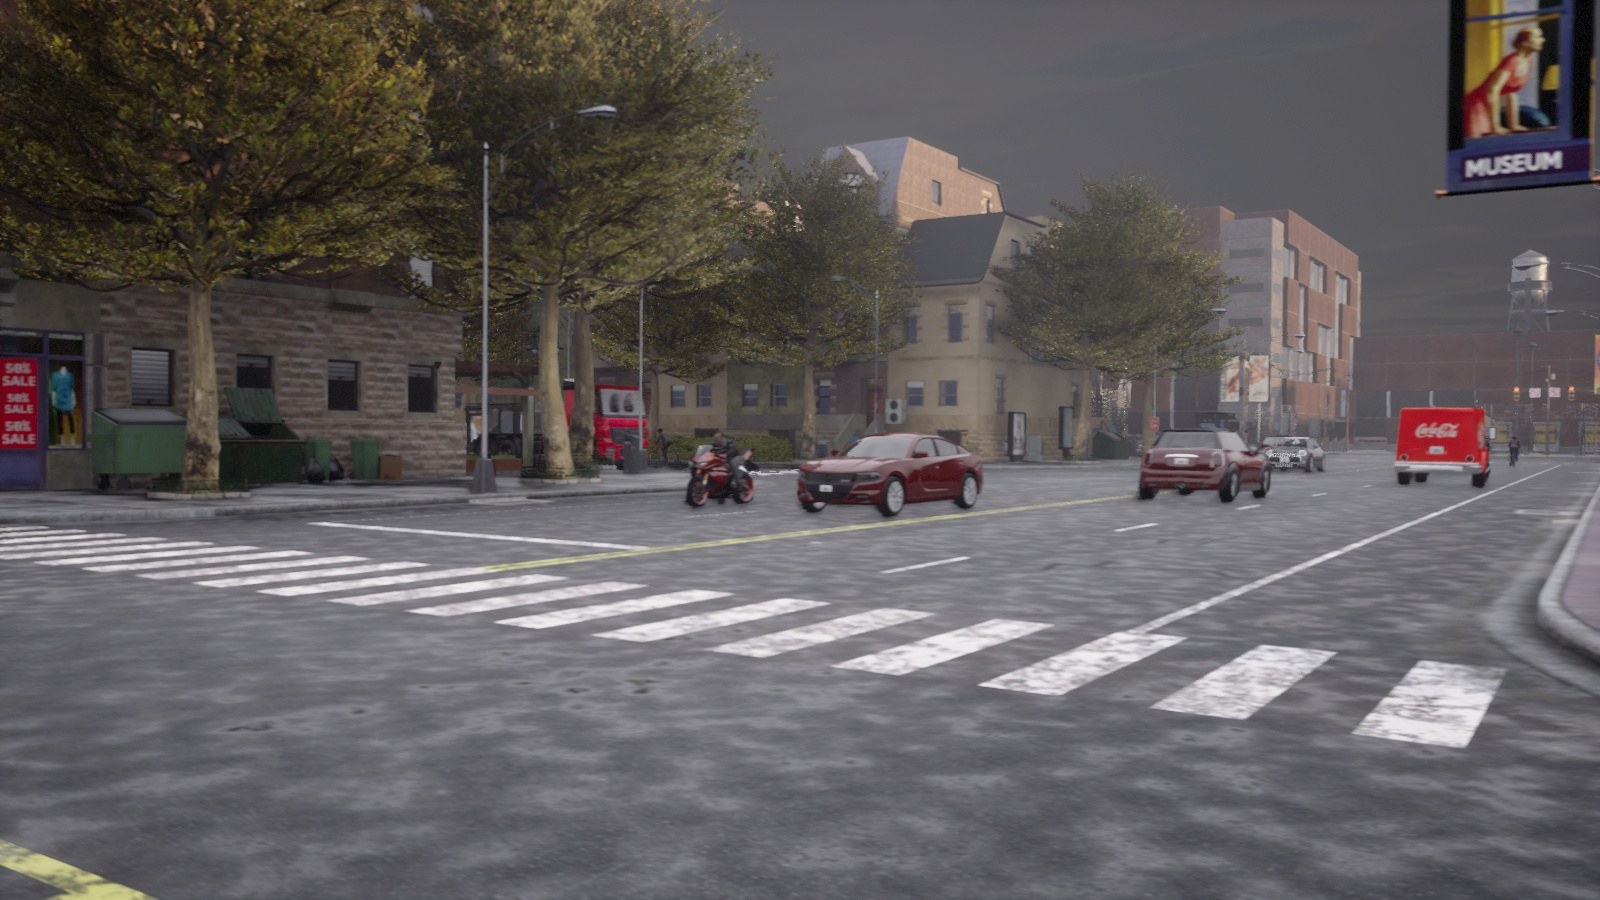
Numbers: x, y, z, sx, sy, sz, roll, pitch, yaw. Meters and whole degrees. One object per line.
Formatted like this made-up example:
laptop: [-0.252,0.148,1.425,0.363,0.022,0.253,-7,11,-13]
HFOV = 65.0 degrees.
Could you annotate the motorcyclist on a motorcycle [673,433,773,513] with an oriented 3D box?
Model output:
motorcyclist on a motorcycle: [-1.527,0.434,25.438,0.866,1.530,2.191,0,1,33]

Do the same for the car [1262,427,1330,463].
car: [21.316,-0.232,53.896,1.970,1.475,3.806,0,1,34]

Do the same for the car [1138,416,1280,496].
car: [9.874,0.090,30.069,2.097,1.767,4.553,0,1,33]

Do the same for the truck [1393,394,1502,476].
truck: [21.134,-0.504,40.865,2.627,2.467,5.204,0,1,33]

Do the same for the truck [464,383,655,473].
truck: [-9.974,-0.865,51.727,7.936,3.462,2.891,0,1,34]

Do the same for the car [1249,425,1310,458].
car: [25.535,-0.480,66.737,2.033,1.649,4.856,0,1,33]

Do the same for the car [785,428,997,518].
car: [1.903,0.361,24.291,1.882,1.535,5.008,0,1,33]
